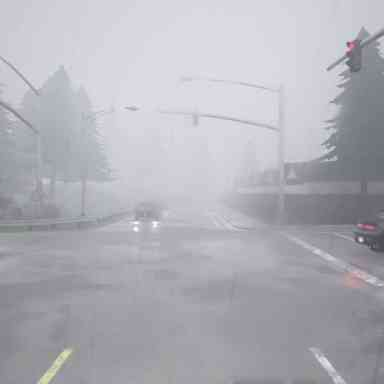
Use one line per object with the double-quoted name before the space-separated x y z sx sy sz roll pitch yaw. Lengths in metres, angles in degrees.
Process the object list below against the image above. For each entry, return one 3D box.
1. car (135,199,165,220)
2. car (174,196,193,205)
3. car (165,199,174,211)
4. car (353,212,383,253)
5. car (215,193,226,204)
"car" -3.611 1.504 28.043 1.837 1.490 4.892 0 0 0
"car" -1.737 1.494 58.006 1.837 1.490 4.892 -1 -1 34
"car" -3.600 1.562 39.493 1.994 1.385 4.181 0 0 0
"car" 7.774 1.308 10.575 4.892 1.490 1.837 1 0 -1
"car" 6.882 1.205 60.868 5.566 2.045 2.150 0 0 -22
